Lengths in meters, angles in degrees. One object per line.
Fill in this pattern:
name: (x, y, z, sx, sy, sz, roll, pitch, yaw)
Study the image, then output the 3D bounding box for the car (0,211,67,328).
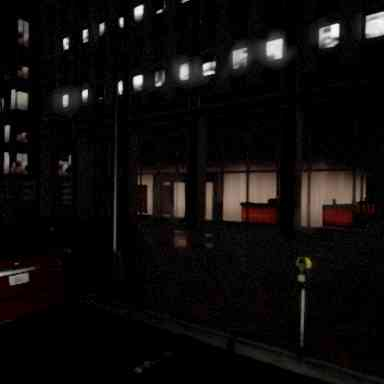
car: (-4.321, 1.268, 5.992, 5.009, 1.841, 2.192, 1, 1, 36)
